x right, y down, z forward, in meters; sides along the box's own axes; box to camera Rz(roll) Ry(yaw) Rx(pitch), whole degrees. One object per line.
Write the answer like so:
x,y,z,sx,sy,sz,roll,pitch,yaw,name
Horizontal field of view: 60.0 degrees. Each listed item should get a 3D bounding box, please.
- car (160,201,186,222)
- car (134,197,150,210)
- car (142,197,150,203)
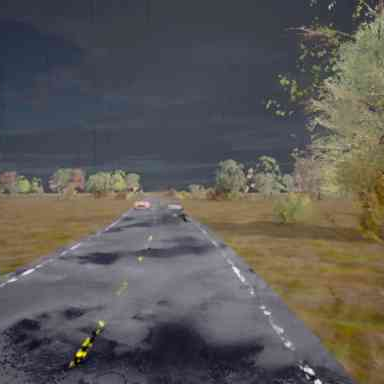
-1.530,1.655,27.857,1.812,1.442,4.674,0,0,-6,car
-6.883,1.575,45.915,2.097,1.767,4.553,0,0,-7,car
-11.679,1.963,84.933,1.994,1.385,4.181,0,0,-7,car
